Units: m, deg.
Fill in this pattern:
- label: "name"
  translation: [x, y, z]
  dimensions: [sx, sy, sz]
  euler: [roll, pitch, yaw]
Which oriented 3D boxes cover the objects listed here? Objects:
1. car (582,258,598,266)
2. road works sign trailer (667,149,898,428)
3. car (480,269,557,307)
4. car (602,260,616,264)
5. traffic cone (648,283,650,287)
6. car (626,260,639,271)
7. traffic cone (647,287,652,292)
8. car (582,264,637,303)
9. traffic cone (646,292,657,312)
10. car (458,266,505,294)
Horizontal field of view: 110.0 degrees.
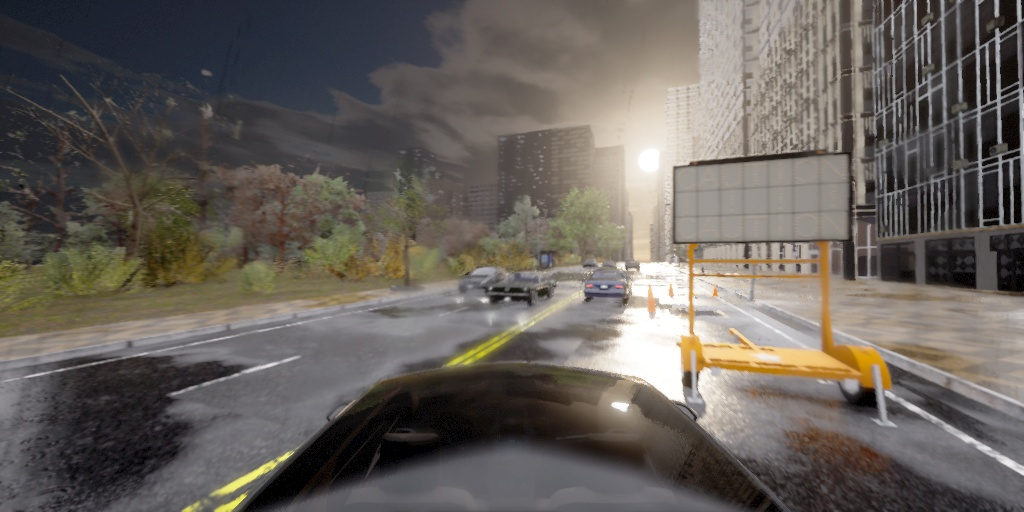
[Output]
- label: "car"
  translation: [12.791, 1.190, 58.428]
  dimensions: [2.097, 1.767, 4.553]
  euler: [0, 0, 21]
- label: "road works sign trailer"
  translation: [3.910, 0.197, 5.846]
  dimensions: [2.380, 3.560, 2.880]
  euler: [0, 0, 20]
- label: "car"
  translation: [0.559, 1.354, 15.880]
  dimensions: [1.895, 1.301, 4.718]
  euler: [0, 0, 20]
- label: "car"
  translation: [14.773, 1.362, 54.397]
  dimensions: [2.033, 1.411, 5.357]
  euler: [0, 0, 21]
- label: "traffic cone"
  translation: [6.405, 1.687, 16.649]
  dimensions: [0.340, 0.580, 0.340]
  euler: [0, 0, 20]
- label: "car"
  translation: [16.978, 1.283, 50.547]
  dimensions: [2.128, 1.511, 4.902]
  euler: [0, 0, 20]
- label: "traffic cone"
  translation: [5.715, 1.687, 14.772]
  dimensions: [0.340, 0.580, 0.340]
  euler: [0, 0, 20]
- label: "car"
  translation: [4.586, 1.286, 16.836]
  dimensions: [2.033, 1.411, 5.357]
  euler: [0, 0, 20]
- label: "traffic cone"
  translation: [5.025, 1.688, 12.895]
  dimensions: [0.340, 0.580, 0.340]
  euler: [0, 0, 20]
- label: "car"
  translation: [-1.306, 1.292, 20.220]
  dimensions: [1.812, 1.442, 4.674]
  euler: [0, 0, 20]
